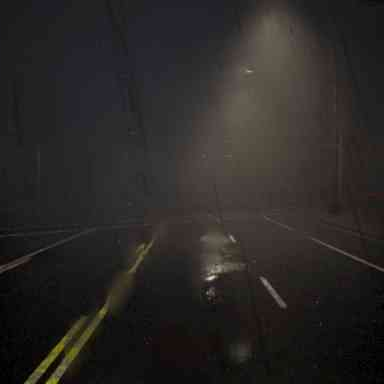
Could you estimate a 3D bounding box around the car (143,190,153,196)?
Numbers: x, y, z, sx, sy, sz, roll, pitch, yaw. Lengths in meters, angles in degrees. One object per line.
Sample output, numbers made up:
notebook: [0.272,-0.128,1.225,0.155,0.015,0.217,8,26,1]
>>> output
car: [-10.482,0.300,79.469,1.812,1.442,4.674,0,1,0]

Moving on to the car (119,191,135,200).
car: [-10.487,0.550,53.963,1.882,1.535,5.008,0,2,0]

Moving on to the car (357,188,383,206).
car: [21.546,0.512,37.243,5.566,2.045,2.150,0,1,1]
